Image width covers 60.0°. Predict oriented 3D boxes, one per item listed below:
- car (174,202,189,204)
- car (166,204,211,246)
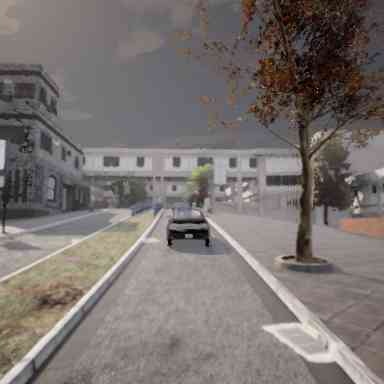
[{"bbox_3d":[-1.072,1.707,33.470,1.895,1.301,4.718,0,-1,-3],"label":"car"},{"bbox_3d":[-0.203,1.529,15.605,2.128,1.511,4.902,0,0,-2],"label":"car"}]
